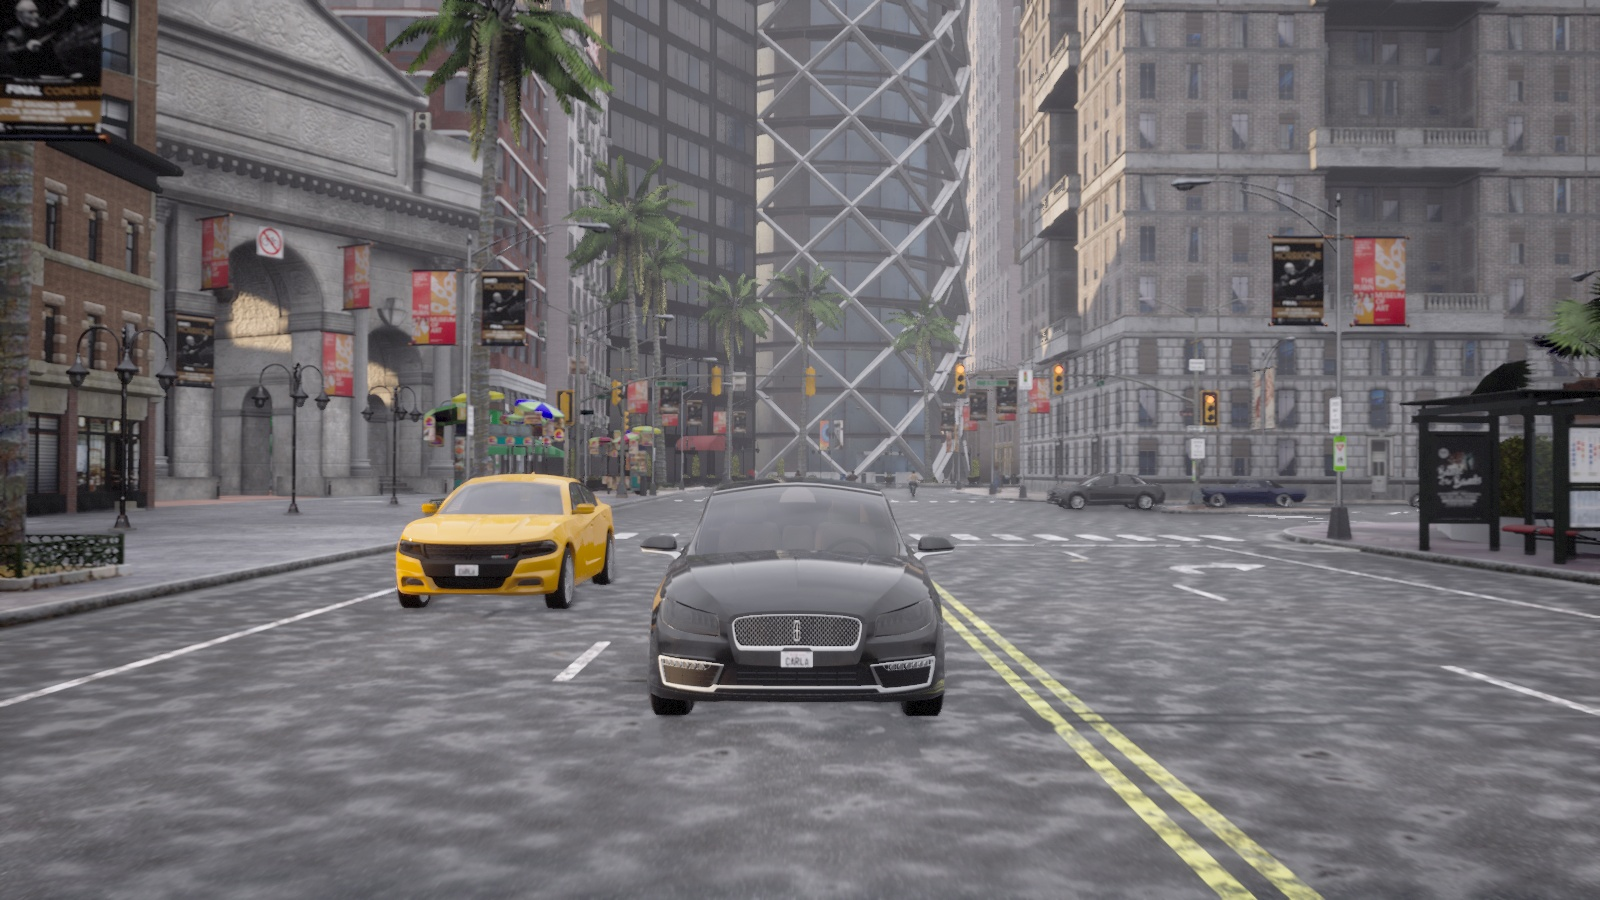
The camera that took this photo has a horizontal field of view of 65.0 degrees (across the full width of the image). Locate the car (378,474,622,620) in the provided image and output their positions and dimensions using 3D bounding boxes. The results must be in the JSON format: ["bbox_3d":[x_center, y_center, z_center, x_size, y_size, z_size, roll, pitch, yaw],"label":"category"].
[{"bbox_3d":[-3.523,1.072,15.782,1.882,1.535,5.008,0,-1,0],"label":"car"}]

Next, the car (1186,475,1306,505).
[{"bbox_3d":[20.050,1.785,56.557,4.718,1.301,1.895,0,-1,2],"label":"car"}]

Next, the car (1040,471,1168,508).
[{"bbox_3d":[12.738,1.655,52.760,4.892,1.490,1.837,0,-1,-4],"label":"car"}]

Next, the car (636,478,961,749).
[{"bbox_3d":[-0.013,0.980,9.557,1.837,1.490,4.892,0,-1,0],"label":"car"}]
